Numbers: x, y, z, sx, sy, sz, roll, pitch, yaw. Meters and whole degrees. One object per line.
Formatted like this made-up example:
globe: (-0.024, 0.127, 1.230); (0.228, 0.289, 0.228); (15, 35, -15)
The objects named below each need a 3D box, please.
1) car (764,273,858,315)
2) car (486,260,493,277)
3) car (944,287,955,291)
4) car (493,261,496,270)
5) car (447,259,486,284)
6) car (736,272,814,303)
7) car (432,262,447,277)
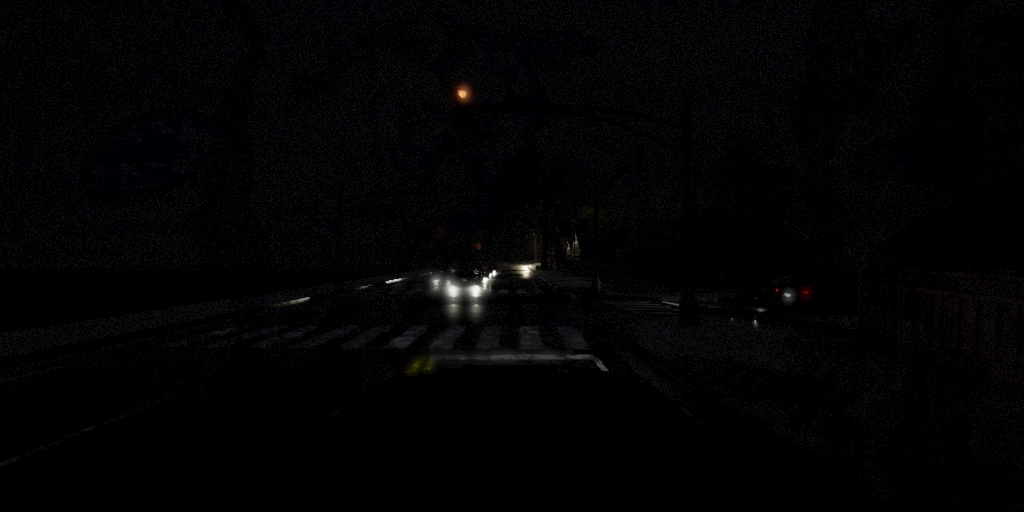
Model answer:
car: (12.479, 1.498, 13.669); (4.181, 1.385, 1.994); (1, -2, -2)
car: (-3.343, 1.108, 35.676); (2.097, 1.767, 4.553); (0, 0, 0)
car: (22.953, 1.739, 16.913); (5.357, 1.411, 2.033); (1, -2, -3)
car: (-3.335, 1.282, 44.635); (1.812, 1.442, 4.674); (0, 0, 0)
car: (-3.305, 1.109, 26.847); (2.097, 1.767, 4.553); (0, 0, -1)
car: (13.065, 1.508, 16.544); (5.008, 1.535, 1.882); (1, -2, -2)
car: (-6.594, 1.319, 35.632); (1.994, 1.385, 4.181); (0, 0, 0)
